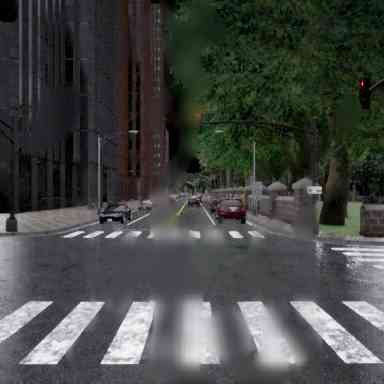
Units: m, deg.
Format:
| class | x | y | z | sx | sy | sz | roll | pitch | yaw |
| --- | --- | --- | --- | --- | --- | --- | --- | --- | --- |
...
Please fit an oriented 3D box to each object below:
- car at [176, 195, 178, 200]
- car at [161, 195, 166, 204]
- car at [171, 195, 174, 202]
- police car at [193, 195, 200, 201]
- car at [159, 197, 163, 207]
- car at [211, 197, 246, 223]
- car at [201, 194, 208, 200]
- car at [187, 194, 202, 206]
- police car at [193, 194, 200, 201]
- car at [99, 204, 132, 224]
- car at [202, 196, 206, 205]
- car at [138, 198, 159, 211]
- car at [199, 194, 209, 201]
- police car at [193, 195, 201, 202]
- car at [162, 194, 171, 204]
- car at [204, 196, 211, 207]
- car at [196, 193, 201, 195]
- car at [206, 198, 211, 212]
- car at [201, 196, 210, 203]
| class | x | y | z | sx | sy | sz | roll | pitch | yaw |
| --- | --- | --- | --- | --- | --- | --- | --- | --- | --- |
| car | -5.486 | 1.533 | 90.697 | 1.967 | 1.590 | 4.097 | 0 | 0 | 0 |
| car | -5.603 | 1.622 | 52.498 | 1.802 | 1.307 | 4.206 | 0 | 0 | 0 |
| car | -5.553 | 1.374 | 68.869 | 2.192 | 1.841 | 5.009 | 0 | 0 | 0 |
| police car | 1.144 | 1.511 | 85.967 | 1.930 | 1.638 | 5.238 | 0 | 0 | 0 |
| car | -5.620 | 1.616 | 47.040 | 1.802 | 1.307 | 4.206 | 0 | 0 | 0 |
| car | 2.839 | 1.326 | 25.196 | 2.192 | 1.841 | 5.009 | 0 | 0 | 0 |
| car | 2.922 | 1.481 | 52.478 | 1.967 | 1.590 | 4.097 | 0 | 0 | 0 |
| car | 0.268 | 1.548 | 55.157 | 1.837 | 1.490 | 4.892 | 0 | 0 | 0 |
| police car | 1.181 | 1.521 | 91.967 | 1.930 | 1.638 | 5.238 | 0 | 0 | 0 |
| car | -5.687 | 1.576 | 25.213 | 1.947 | 1.339 | 4.313 | 0 | 0 | 0 |
| car | 2.905 | 1.585 | 47.022 | 2.008 | 1.369 | 4.403 | 0 | 0 | 0 |
| car | -5.637 | 1.579 | 41.583 | 2.008 | 1.369 | 4.403 | 0 | 0 | 0 |
| car | 3.022 | 1.399 | 85.217 | 2.192 | 1.841 | 5.009 | 0 | 0 | 0 |
| police car | 1.132 | 1.495 | 75.967 | 1.930 | 1.638 | 5.238 | 0 | 0 | 0 |
| car | -5.570 | 1.635 | 63.412 | 1.802 | 1.307 | 4.206 | 0 | 0 | 0 |
| car | 2.889 | 1.579 | 41.565 | 2.008 | 1.369 | 4.403 | 0 | 0 | 0 |
| car | 0.289 | 1.533 | 65.405 | 1.882 | 1.535 | 5.008 | 0 | 0 | 0 |
| car | 2.872 | 1.588 | 36.108 | 1.947 | 1.339 | 4.313 | 0 | 0 | 0 |
| car | 2.989 | 1.593 | 74.474 | 1.752 | 1.417 | 4.829 | 0 | 0 | 0 |
